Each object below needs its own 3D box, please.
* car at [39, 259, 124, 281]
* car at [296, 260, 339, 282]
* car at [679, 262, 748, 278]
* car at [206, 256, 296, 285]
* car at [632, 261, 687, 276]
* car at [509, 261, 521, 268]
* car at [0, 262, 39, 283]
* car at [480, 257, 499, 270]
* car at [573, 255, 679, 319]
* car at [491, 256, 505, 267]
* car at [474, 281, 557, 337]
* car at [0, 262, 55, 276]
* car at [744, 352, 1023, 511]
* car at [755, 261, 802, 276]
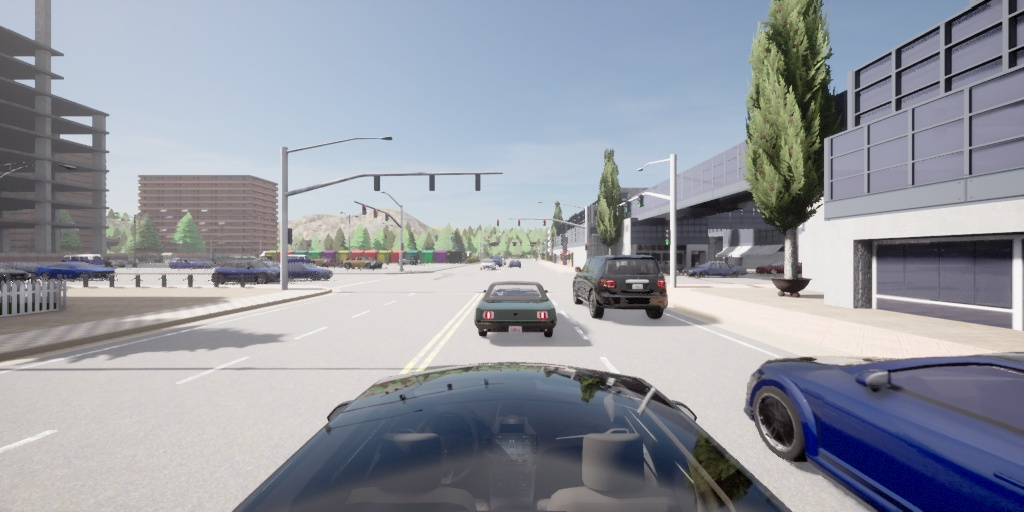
[{"bbox_3d":[-35.054,1.227,28.918,5.008,1.535,1.882,0,0,0],"label":"car"},{"bbox_3d":[-16.950,1.276,28.892,4.674,1.442,1.812,0,0,0],"label":"car"},{"bbox_3d":[18.698,1.297,33.130,5.357,1.411,2.033,0,0,1],"label":"car"},{"bbox_3d":[-18.313,1.102,25.329,4.553,1.767,2.097,0,0,2],"label":"car"},{"bbox_3d":[15.010,1.255,36.663,4.892,1.490,1.837,0,0,1],"label":"car"},{"bbox_3d":[0.584,1.314,63.075,1.994,1.385,4.181,0,0,2],"label":"car"},{"bbox_3d":[-37.405,1.255,25.426,4.892,1.490,1.837,0,0,0],"label":"car"},{"bbox_3d":[-3.430,1.276,51.503,1.812,1.442,4.674,0,0,3],"label":"car"},{"bbox_3d":[3.625,0.971,12.961,2.150,2.045,5.566,0,0,1],"label":"car"},{"bbox_3d":[-2.998,0.972,64.845,2.150,2.045,5.566,0,0,4],"label":"car"},{"bbox_3d":[0.105,1.351,10.236,1.895,1.301,4.718,0,0,1],"label":"car"},{"bbox_3d":[-49.996,1.297,36.100,5.357,1.411,2.033,0,0,1],"label":"car"},{"bbox_3d":[3.602,1.314,2.322,1.994,1.385,4.181,0,0,0],"label":"car"},{"bbox_3d":[27.615,1.228,36.547,5.008,1.535,1.882,0,0,1],"label":"car"}]
